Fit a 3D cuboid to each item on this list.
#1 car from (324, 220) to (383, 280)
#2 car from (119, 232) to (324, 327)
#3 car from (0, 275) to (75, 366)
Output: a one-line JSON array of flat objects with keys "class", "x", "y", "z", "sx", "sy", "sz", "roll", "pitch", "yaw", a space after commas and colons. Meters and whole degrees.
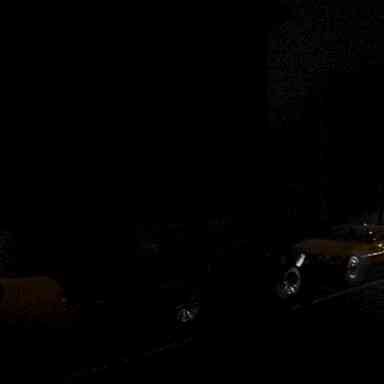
[{"class": "car", "x": 4.905, "y": 1.574, "z": 10.150, "sx": 4.829, "sy": 1.417, "sz": 1.752, "roll": 0, "pitch": 0, "yaw": -36}, {"class": "car", "x": 0.617, "y": 1.588, "z": 7.090, "sx": 4.313, "sy": 1.339, "sz": 1.947, "roll": 0, "pitch": 0, "yaw": -36}, {"class": "car", "x": -3.948, "y": 1.520, "z": 3.833, "sx": 4.829, "sy": 1.417, "sz": 1.752, "roll": 0, "pitch": 0, "yaw": -36}]
